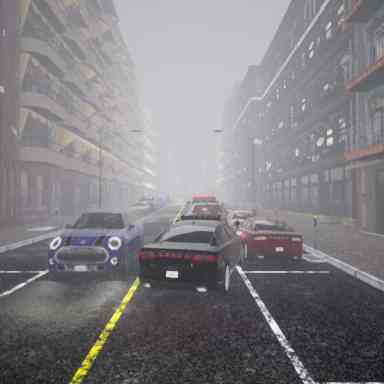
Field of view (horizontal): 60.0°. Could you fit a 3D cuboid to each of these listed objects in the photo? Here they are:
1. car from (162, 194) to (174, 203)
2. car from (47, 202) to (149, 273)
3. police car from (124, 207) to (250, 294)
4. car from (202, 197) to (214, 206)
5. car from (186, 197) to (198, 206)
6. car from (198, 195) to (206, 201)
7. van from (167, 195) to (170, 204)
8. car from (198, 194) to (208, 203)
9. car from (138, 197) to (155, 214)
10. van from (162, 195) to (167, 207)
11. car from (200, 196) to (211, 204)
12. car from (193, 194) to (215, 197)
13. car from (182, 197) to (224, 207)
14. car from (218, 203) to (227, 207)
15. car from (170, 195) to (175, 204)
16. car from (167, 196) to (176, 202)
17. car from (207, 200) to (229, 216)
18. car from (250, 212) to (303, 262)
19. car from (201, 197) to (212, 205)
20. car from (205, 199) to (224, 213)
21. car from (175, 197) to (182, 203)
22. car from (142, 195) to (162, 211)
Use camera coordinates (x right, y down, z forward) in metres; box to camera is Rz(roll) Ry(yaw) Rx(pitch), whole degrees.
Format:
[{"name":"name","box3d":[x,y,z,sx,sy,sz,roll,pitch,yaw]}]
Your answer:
[{"name":"car","box3d":[-5.232,1.482,72.943,2.192,1.841,5.009,1,0,0]},{"name":"car","box3d":[-2.843,1.359,10.743,2.097,1.767,4.553,0,0,0]},{"name":"police car","box3d":[0.282,1.431,9.089,1.930,1.638,5.238,0,0,15]},{"name":"car","box3d":[2.629,1.649,56.284,1.887,1.381,4.507,1,0,0]},{"name":"car","box3d":[0.048,1.606,59.428,2.128,1.511,4.902,0,0,0]},{"name":"car","box3d":[2.624,1.681,89.471,1.967,1.590,4.097,1,0,0]},{"name":"van","box3d":[-5.246,1.446,56.353,1.690,1.788,3.998,1,0,0]},{"name":"car","box3d":[2.618,1.504,78.408,2.192,1.841,5.009,1,0,0]},{"name":"car","box3d":[-5.269,1.571,34.060,1.752,1.417,4.829,2,0,0]},{"name":"van","box3d":[-5.250,1.428,50.821,1.690,1.788,3.998,2,0,0]},{"name":"car","box3d":[2.648,1.585,67.346,1.967,1.590,4.097,1,0,0]},{"name":"car","box3d":[0.844,1.252,24.743,2.150,2.045,5.566,0,0,0]},{"name":"car","box3d":[0.703,1.368,18.633,2.097,1.767,4.553,0,0,-3]},{"name":"car","box3d":[2.598,1.541,17.740,1.752,1.417,4.829,1,0,0]},{"name":"car","box3d":[-5.237,1.460,67.413,2.192,1.841,5.009,1,0,0]},{"name":"car","box3d":[-5.230,1.780,84.005,1.947,1.339,4.313,1,0,0]},{"name":"car","box3d":[2.611,1.591,34.160,1.887,1.381,4.507,1,0,0]},{"name":"car","box3d":[2.593,1.554,12.038,1.887,1.381,4.507,1,0,0]},{"name":"car","box3d":[2.634,1.668,61.814,1.887,1.381,4.507,1,0,0]},{"name":"car","box3d":[2.615,1.609,39.692,2.008,1.369,4.403,1,0,0]},{"name":"car","box3d":[-2.693,1.757,70.512,1.895,1.301,4.718,0,0,0]},{"name":"car","box3d":[-5.258,1.373,39.762,2.192,1.841,5.009,2,0,0]}]
